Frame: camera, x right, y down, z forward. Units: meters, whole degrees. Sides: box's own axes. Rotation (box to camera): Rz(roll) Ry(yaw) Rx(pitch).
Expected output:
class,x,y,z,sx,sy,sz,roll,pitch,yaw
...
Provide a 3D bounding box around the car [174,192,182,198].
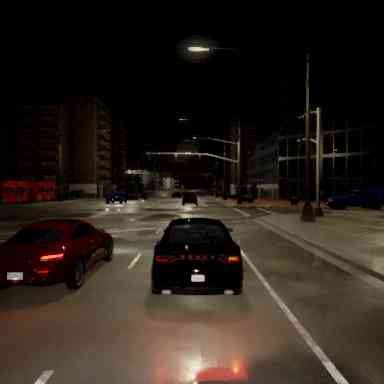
class,x,y,z,sx,sy,sz,roll,pitch,yaw
car,-3.600,0.674,85.683,1.837,1.490,4.892,0,0,0

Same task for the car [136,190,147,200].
class,x,y,z,sx,sy,sz,roll,pitch,yaw
car,-10.580,0.521,68.633,2.150,2.045,5.566,0,0,0

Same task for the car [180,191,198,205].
class,x,y,z,sx,sy,sz,roll,pitch,yaw
car,-0.199,0.896,43.894,1.882,1.535,5.008,0,0,1

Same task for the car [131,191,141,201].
class,x,y,z,sx,sy,sz,roll,pitch,yaw
car,-10.616,0.936,57.333,1.895,1.301,4.718,0,0,0

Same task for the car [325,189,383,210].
class,x,y,z,sx,sy,sz,roll,pitch,yaw
car,16.242,0.744,32.996,5.566,2.045,2.150,0,1,1

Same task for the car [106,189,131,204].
class,x,y,z,sx,sy,sz,roll,pitch,yaw
car,-10.625,0.614,47.258,2.150,2.045,5.566,0,0,0

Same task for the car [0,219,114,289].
class,x,y,z,sx,sy,sz,roll,pitch,yaw
car,-3.412,1.433,8.744,1.812,1.442,4.674,0,1,0

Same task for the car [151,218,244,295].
class,x,y,z,sx,sy,sz,roll,pitch,yaw
car,0.097,1.389,8.545,1.882,1.535,5.008,0,1,0

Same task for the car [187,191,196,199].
class,x,y,z,sx,sy,sz,roll,pitch,yaw
car,-0.092,0.621,78.571,2.097,1.767,4.553,0,0,0

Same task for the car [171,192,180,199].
class,x,y,z,sx,sy,sz,roll,pitch,yaw
car,-3.588,0.798,75.681,1.812,1.442,4.674,0,0,0
